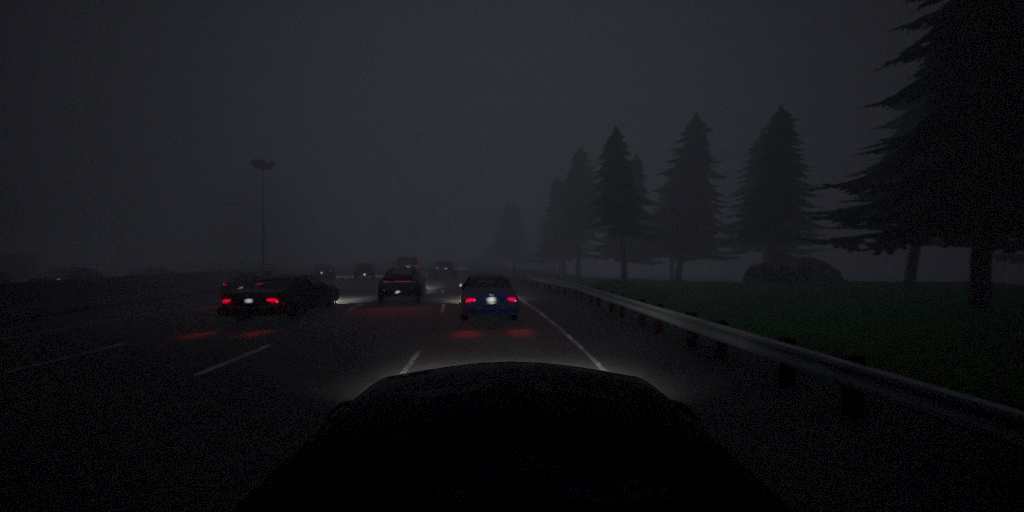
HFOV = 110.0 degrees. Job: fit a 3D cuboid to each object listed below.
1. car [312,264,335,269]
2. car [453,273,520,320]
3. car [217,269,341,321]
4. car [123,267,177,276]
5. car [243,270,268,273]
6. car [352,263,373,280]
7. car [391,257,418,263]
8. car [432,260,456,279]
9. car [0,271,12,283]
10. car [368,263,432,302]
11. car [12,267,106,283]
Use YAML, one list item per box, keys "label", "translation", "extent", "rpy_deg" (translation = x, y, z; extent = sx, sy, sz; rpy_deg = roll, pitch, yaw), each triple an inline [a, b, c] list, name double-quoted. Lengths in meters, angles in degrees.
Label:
- label: "car"
  translation: [-17.539, 1.460, 33.331]
  extent: [1.994, 1.385, 4.181]
  rpy_deg: [0, 0, -24]
- label: "car"
  translation: [-0.904, 1.332, 12.866]
  extent: [2.033, 1.411, 5.357]
  rpy_deg: [0, 0, -7]
- label: "car"
  translation: [-7.933, 1.355, 12.834]
  extent: [2.033, 1.411, 5.357]
  rpy_deg: [0, 0, -8]
- label: "car"
  translation: [-25.974, 1.467, 25.882]
  extent: [1.994, 1.385, 4.181]
  rpy_deg: [0, 0, -22]
- label: "car"
  translation: [-12.441, 1.400, 17.852]
  extent: [1.994, 1.385, 4.181]
  rpy_deg: [0, 0, -12]
- label: "car"
  translation: [-13.931, 1.390, 33.835]
  extent: [1.837, 1.490, 4.892]
  rpy_deg: [0, 0, -23]
- label: "car"
  translation: [-9.986, 1.094, 33.540]
  extent: [2.150, 2.045, 5.566]
  rpy_deg: [0, 0, -22]
- label: "car"
  translation: [-6.871, 1.218, 34.967]
  extent: [2.097, 1.767, 4.553]
  rpy_deg: [0, 0, -22]
- label: "car"
  translation: [-31.313, 1.396, 20.192]
  extent: [2.128, 1.511, 4.902]
  rpy_deg: [0, 0, -19]
- label: "car"
  translation: [-5.207, 1.302, 17.330]
  extent: [2.128, 1.511, 4.902]
  rpy_deg: [0, 0, -10]
- label: "car"
  translation: [-28.671, 1.430, 23.179]
  extent: [1.812, 1.442, 4.674]
  rpy_deg: [0, 0, -20]
